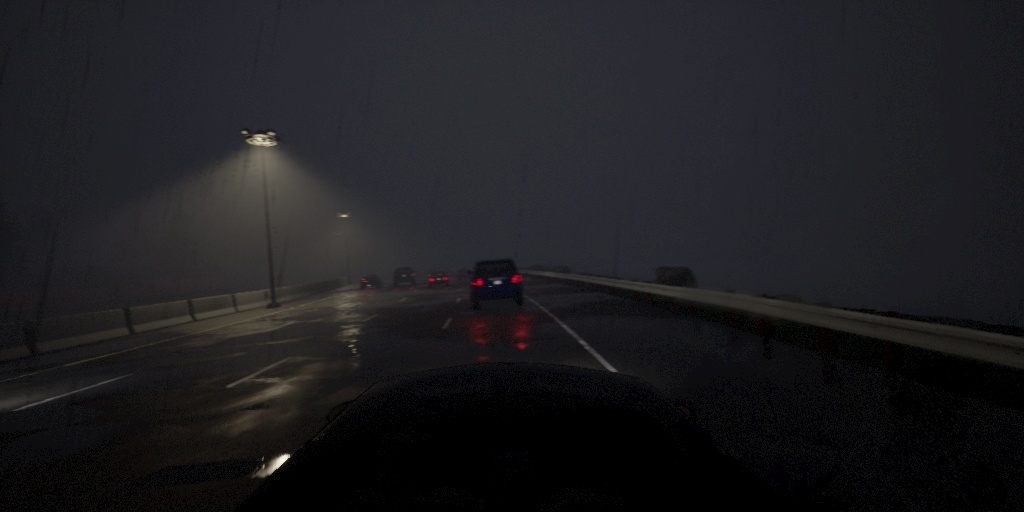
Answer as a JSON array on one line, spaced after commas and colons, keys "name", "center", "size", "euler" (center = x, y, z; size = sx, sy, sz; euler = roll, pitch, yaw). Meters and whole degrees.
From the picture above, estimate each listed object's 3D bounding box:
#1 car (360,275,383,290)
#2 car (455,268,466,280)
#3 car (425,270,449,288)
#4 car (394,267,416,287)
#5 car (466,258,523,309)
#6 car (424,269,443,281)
[{"name": "car", "center": [-15.525, 2.837, 39.706], "size": [1.837, 1.490, 4.892], "euler": [-4, 0, -14]}, {"name": "car", "center": [-5.879, 2.167, 44.395], "size": [1.994, 1.385, 4.181], "euler": [-4, 0, -15]}, {"name": "car", "center": [-6.888, 2.133, 33.628], "size": [2.033, 1.411, 5.357], "euler": [-4, -1, -12]}, {"name": "car", "center": [-11.971, 2.269, 40.060], "size": [2.150, 2.045, 5.566], "euler": [-4, -1, -15]}, {"name": "car", "center": [-0.844, 1.172, 16.758], "size": [2.150, 2.045, 5.566], "euler": [-4, 0, -6]}, {"name": "car", "center": [-10.776, 2.583, 49.100], "size": [2.033, 1.411, 5.357], "euler": [-4, -1, -17]}]
